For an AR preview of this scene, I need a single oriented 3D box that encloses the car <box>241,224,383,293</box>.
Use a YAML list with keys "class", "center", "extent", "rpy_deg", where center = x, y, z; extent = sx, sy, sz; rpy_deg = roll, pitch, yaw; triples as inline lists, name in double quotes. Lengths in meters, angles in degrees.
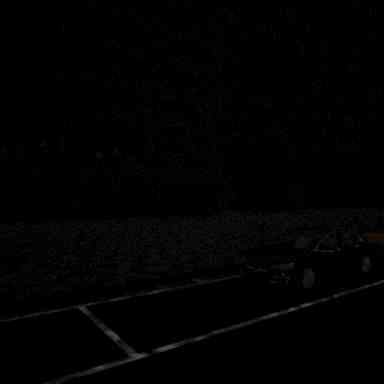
- class: "car"
  center: [3.257, 1.620, 8.982]
  extent: [4.403, 1.369, 2.008]
  rpy_deg: [1, -1, -36]
